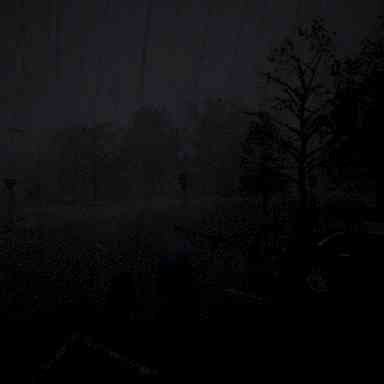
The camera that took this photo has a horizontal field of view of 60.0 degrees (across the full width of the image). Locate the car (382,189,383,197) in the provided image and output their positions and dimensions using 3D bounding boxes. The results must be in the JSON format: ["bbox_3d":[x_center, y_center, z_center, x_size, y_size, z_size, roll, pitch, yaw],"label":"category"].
[{"bbox_3d":[26.436,-0.088,42.414,1.882,1.535,5.008,-2,2,-25],"label":"car"}]

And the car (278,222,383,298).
[{"bbox_3d":[4.285,1.446,6.870,4.892,1.490,1.837,1,4,33],"label":"car"}]

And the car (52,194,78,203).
[{"bbox_3d":[-17.769,0.970,46.370,4.181,1.385,1.994,-4,-1,42],"label":"car"}]
